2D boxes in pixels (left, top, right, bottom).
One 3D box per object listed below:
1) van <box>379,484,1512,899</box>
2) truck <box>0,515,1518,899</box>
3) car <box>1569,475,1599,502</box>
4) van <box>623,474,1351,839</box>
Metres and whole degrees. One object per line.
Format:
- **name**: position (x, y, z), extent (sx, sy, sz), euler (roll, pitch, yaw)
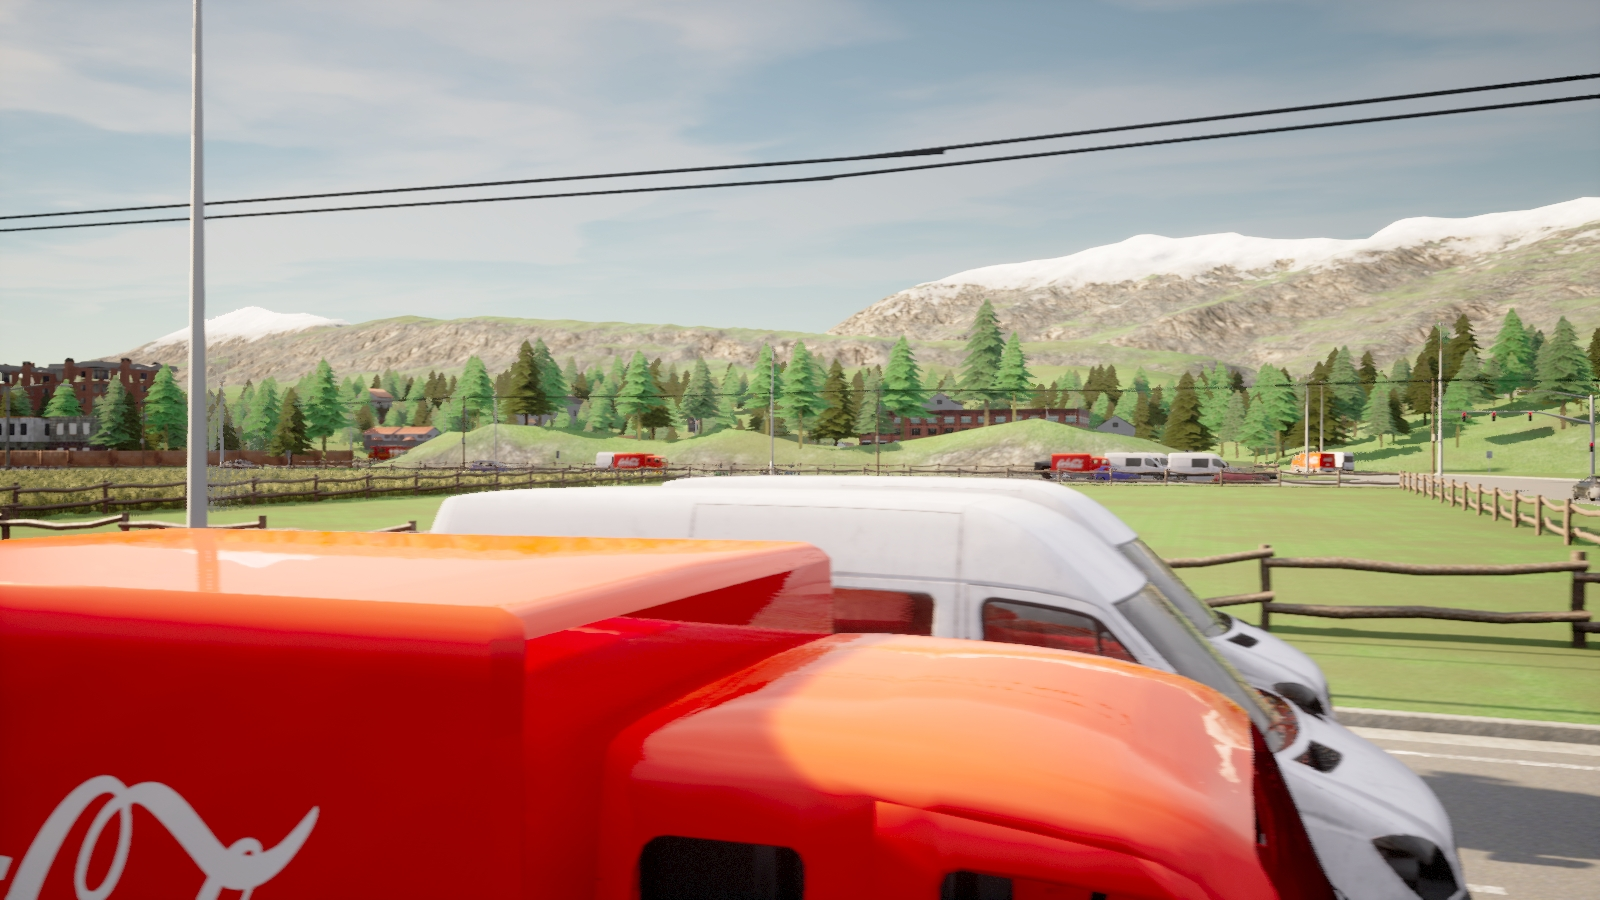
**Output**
- **van**: position (0.586, 1.533, 6.805), extent (5.915, 2.561, 1.988), euler (0, 0, 20)
- **truck**: position (-0.977, 1.566, 3.725), extent (5.204, 2.467, 2.627), euler (0, 0, 21)
- **car**: position (44.842, 2.133, 63.974), extent (1.994, 1.385, 4.181), euler (0, 0, 20)
- **van**: position (1.534, 1.533, 10.185), extent (5.915, 2.561, 1.988), euler (0, 0, 20)
